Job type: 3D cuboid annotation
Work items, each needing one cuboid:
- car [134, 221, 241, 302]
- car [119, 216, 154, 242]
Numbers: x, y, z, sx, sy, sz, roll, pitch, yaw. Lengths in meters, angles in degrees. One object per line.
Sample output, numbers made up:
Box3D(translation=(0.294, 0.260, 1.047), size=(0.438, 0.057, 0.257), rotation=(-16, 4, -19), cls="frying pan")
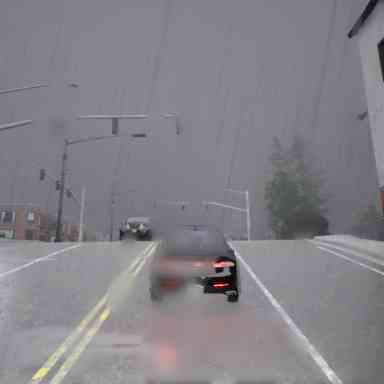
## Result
Box3D(translation=(0.076, 1.595, 8.501), size=(2.128, 1.511, 4.902), rotation=(0, -1, 0), cls="car")
Box3D(translation=(-3.610, 2.734, 23.543), size=(2.150, 2.045, 5.566), rotation=(0, -14, 0), cls="car")
